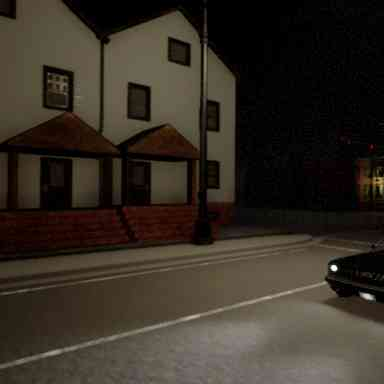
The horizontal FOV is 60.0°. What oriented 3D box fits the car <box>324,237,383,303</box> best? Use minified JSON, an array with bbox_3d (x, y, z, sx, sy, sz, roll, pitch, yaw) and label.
[{"bbox_3d":[5.111,1.675,7.540,4.718,1.301,1.895,1,0,-35],"label":"car"}]
